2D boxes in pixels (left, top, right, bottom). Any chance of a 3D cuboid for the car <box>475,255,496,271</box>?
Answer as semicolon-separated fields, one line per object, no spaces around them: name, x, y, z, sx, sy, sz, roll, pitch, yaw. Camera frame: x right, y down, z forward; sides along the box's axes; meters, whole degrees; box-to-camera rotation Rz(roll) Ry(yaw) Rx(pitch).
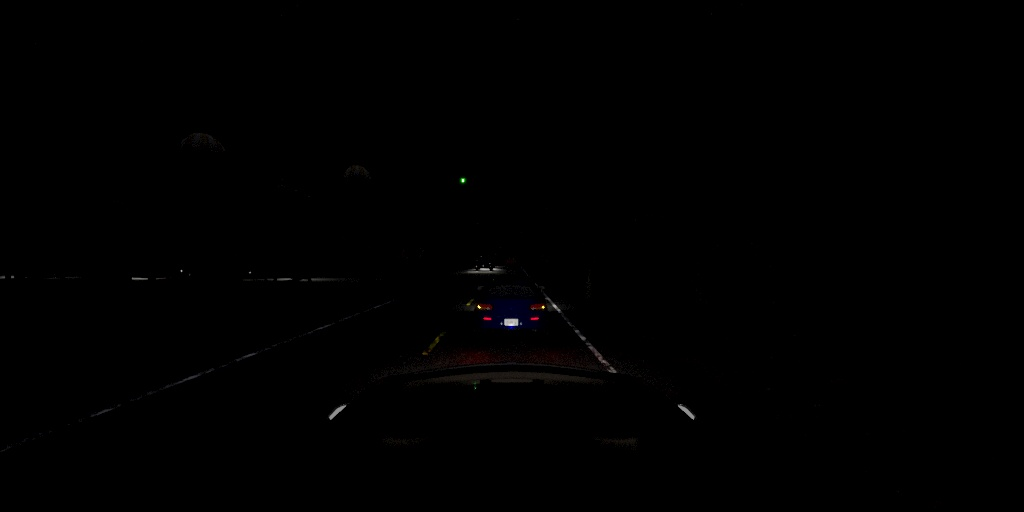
car;-3.770;0.934;49.782;2.150;2.045;5.566;0;0;0

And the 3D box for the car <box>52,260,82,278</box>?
car;-33.175;1.017;28.257;4.181;1.385;1.994;1;0;-1

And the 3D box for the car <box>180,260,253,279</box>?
car;-23.216;1.038;28.342;4.902;1.511;2.128;1;0;-2

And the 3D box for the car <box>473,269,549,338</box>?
car;-0.026;1.274;10.098;1.812;1.442;4.674;0;0;0

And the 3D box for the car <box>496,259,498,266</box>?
car;-3.788;1.299;59.556;1.895;1.301;4.718;0;0;0

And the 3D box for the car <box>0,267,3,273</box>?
car;-43.476;0.955;28.179;4.718;1.301;1.895;1;0;0
